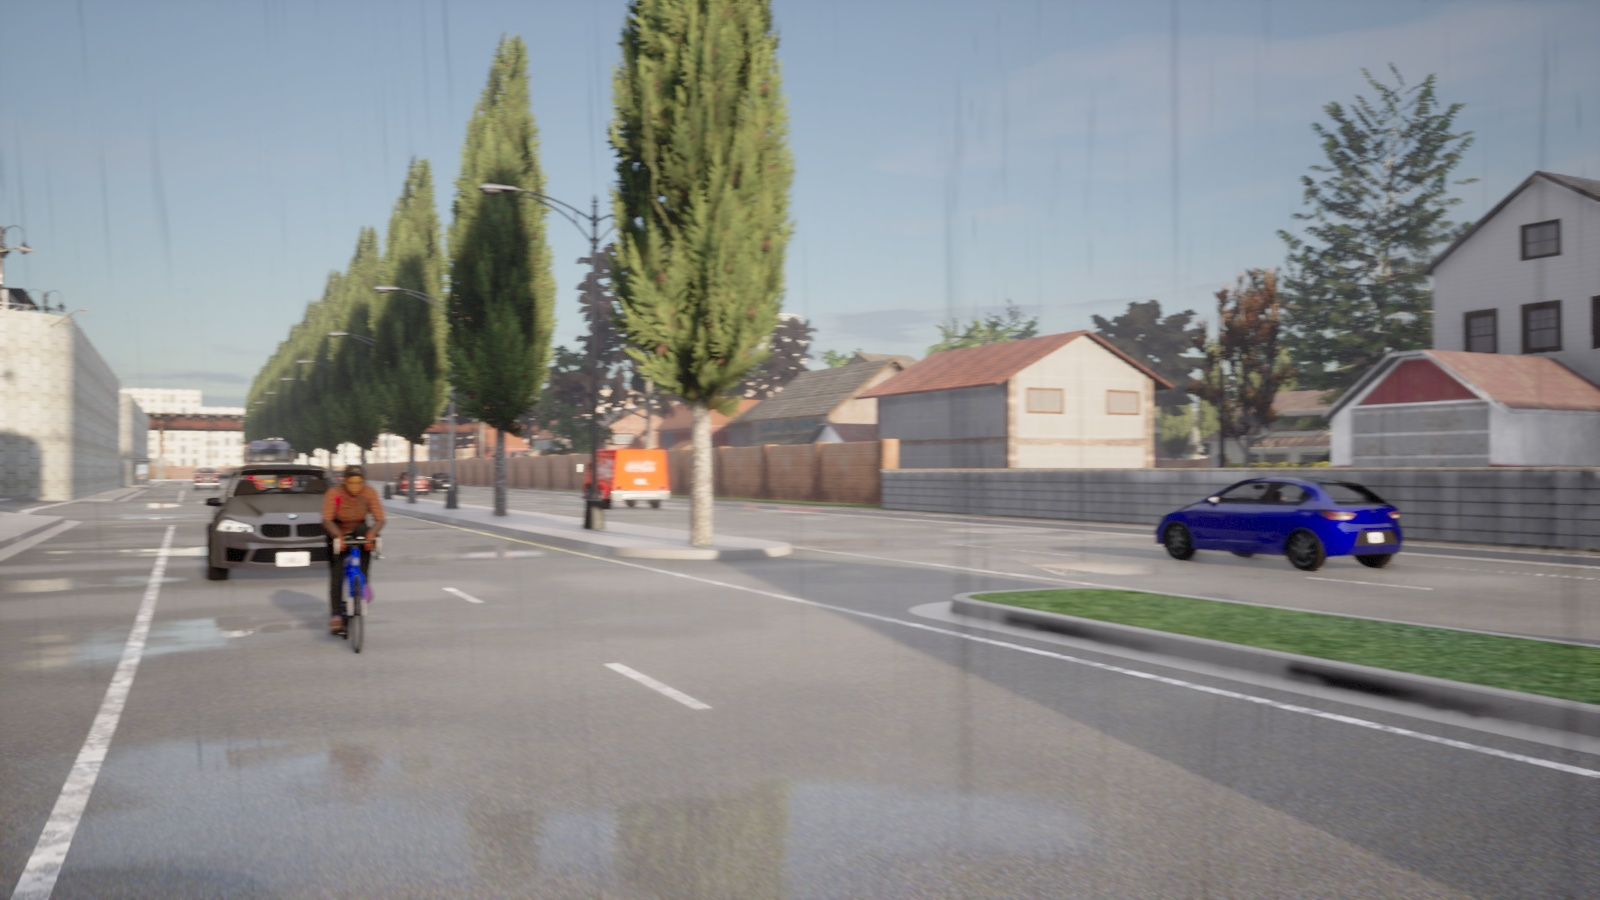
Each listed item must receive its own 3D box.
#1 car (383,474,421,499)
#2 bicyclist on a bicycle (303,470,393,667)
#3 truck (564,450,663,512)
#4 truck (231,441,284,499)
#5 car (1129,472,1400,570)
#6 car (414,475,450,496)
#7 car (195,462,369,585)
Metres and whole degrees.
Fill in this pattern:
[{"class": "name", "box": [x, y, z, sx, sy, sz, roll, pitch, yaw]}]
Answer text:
[{"class": "car", "box": [-25.556, 2.341, 80.539, 1.789, 1.549, 3.705, 0, -1, -26]}, {"class": "bicyclist on a bicycle", "box": [-4.067, 0.987, 11.233, 0.582, 1.620, 1.656, 0, -1, -26]}, {"class": "truck", "box": [-7.911, 1.271, 52.821, 2.627, 2.467, 5.204, 0, -1, -26]}, {"class": "truck", "box": [-37.498, 1.395, 86.617, 2.891, 3.827, 8.468, 0, -1, -26]}, {"class": "car", "box": [7.724, 1.120, 21.310, 1.816, 1.474, 4.193, 0, -1, -27]}, {"class": "car", "box": [-26.476, 2.545, 90.275, 1.816, 1.474, 4.193, 0, -1, -26]}, {"class": "car", "box": [-8.260, 1.055, 19.755, 2.242, 1.667, 4.611, 0, -1, -26]}]
